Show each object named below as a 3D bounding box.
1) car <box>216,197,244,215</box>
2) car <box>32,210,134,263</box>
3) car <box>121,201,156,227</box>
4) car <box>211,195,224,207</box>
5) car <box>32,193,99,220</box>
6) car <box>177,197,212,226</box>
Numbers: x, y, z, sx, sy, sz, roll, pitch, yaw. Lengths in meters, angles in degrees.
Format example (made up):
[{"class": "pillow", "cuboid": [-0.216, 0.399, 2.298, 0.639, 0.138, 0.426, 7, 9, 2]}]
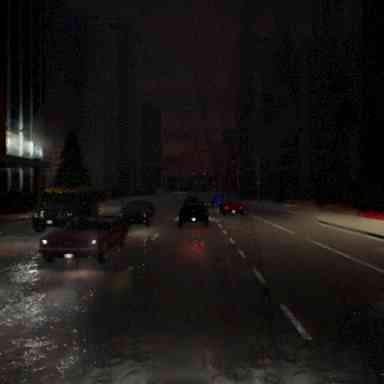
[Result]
[{"class": "car", "cuboid": [3.606, 1.387, 31.039, 1.895, 1.301, 4.718, 0, 0, 0]}, {"class": "car", "cuboid": [-3.549, 1.519, 11.796, 1.895, 1.301, 4.718, 0, 0, 0]}, {"class": "car", "cuboid": [-3.496, 1.326, 21.916, 1.882, 1.535, 5.008, 0, 0, 0]}, {"class": "car", "cuboid": [3.598, 1.164, 45.671, 1.882, 1.535, 5.008, 0, 0, 0]}, {"class": "car", "cuboid": [-6.996, 1.090, 19.080, 2.150, 2.045, 5.566, 0, 0, 0]}, {"class": "car", "cuboid": [0.105, 1.352, 22.121, 1.837, 1.490, 4.892, 0, 0, 0]}]
